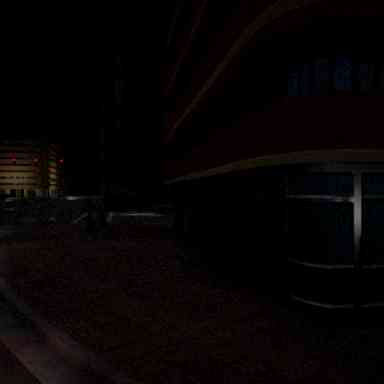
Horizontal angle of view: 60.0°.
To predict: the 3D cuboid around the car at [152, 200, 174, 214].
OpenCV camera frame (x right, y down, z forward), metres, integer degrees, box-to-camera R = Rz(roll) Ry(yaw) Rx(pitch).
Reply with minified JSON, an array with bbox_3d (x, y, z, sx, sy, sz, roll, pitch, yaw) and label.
[{"bbox_3d":[-1.760,1.531,35.243,5.008,1.535,1.882,0,0,-11],"label":"car"}]
